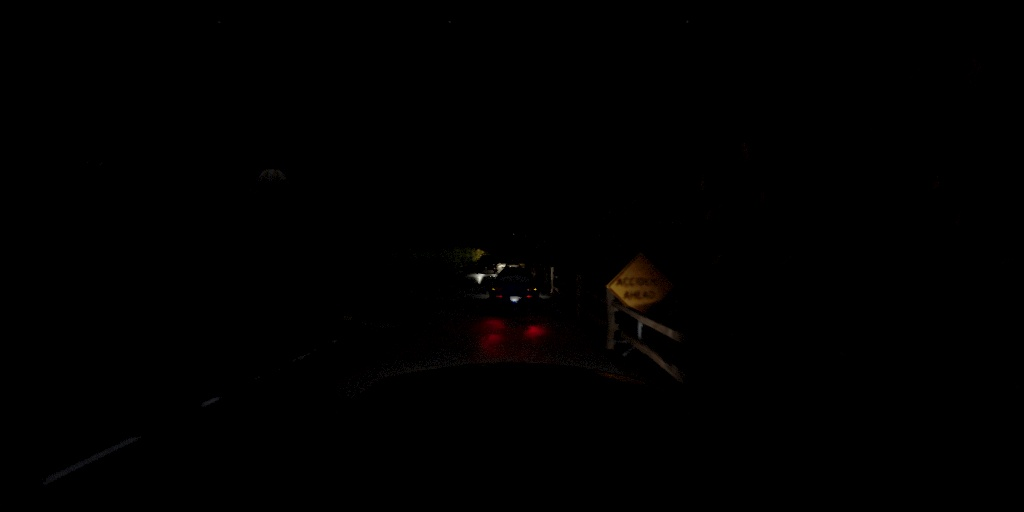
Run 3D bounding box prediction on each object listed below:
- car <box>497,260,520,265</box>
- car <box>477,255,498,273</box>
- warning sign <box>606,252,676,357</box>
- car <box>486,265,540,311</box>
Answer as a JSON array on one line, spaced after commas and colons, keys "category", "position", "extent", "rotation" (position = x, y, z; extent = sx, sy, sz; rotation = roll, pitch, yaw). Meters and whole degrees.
[{"category": "car", "position": [0.082, 1.299, 29.406], "extent": [1.994, 1.385, 4.181], "rotation": [0, 0, 0]}, {"category": "car", "position": [-2.851, 0.951, 42.317], "extent": [2.150, 2.045, 5.566], "rotation": [0, 0, 0]}, {"category": "warning sign", "position": [2.449, 0.860, 6.897], "extent": [1.300, 1.860, 1.060], "rotation": [0, 0, 0]}, {"category": "car", "position": [0.086, 1.267, 14.386], "extent": [1.812, 1.442, 4.674], "rotation": [0, 0, 0]}]
